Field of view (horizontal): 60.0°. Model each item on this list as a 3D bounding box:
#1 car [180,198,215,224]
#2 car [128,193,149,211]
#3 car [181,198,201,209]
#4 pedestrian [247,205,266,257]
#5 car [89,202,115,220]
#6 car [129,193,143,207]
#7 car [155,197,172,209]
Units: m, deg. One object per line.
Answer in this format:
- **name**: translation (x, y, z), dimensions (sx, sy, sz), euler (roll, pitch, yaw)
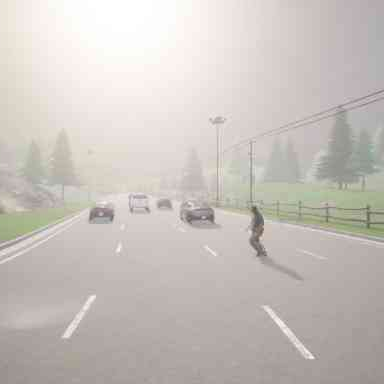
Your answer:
- **car**: translation (0.311, 1.492, 24.557), dimensions (2.128, 1.511, 4.902), euler (0, 0, -11)
- **car**: translation (-6.405, 1.221, 40.317), dimensions (2.150, 2.045, 5.566), euler (0, 0, -11)
- **car**: translation (-0.211, 1.527, 44.987), dimensions (1.812, 1.442, 4.674), euler (0, -1, -12)
- **pedestrian**: translation (2.179, 1.294, 11.284), dimensions (0.375, 1.860, 0.375), euler (0, 0, -8)
- **car**: translation (-7.424, 1.526, 27.632), dimensions (1.812, 1.442, 4.674), euler (0, 0, -11)
- **car**: translation (-8.980, 1.221, 53.067), dimensions (2.150, 2.045, 5.566), euler (0, 0, -11)
- **car**: translation (-3.935, 1.498, 45.767), dimensions (1.837, 1.490, 4.892), euler (0, -2, -11)
